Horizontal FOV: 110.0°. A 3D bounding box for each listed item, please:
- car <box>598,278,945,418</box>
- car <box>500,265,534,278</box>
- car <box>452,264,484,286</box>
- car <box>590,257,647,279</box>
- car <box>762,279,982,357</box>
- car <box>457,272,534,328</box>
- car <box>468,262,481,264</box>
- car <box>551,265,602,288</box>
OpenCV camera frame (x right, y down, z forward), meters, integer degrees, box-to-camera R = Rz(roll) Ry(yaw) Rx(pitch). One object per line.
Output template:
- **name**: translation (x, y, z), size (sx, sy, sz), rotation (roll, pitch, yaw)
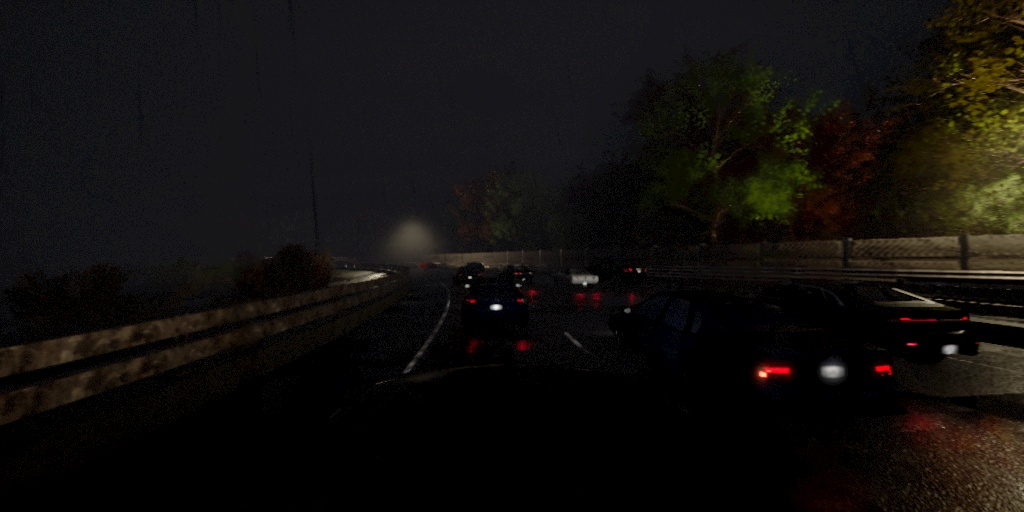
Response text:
- **car**: translation (3.347, 1.320, 6.368), size (2.033, 1.411, 5.357), rotation (0, 0, -3)
- **car**: translation (0.251, 1.449, 27.209), size (2.128, 1.511, 4.902), rotation (0, -1, -13)
- **car**: translation (-3.528, 1.545, 27.886), size (1.994, 1.385, 4.181), rotation (0, 0, -14)
- **car**: translation (7.116, 1.134, 26.076), size (2.150, 2.045, 5.566), rotation (0, 0, -30)
- **car**: translation (6.698, 1.262, 8.013), size (2.128, 1.511, 4.902), rotation (0, 0, -3)
- **car**: translation (-0.621, 1.400, 11.857), size (1.994, 1.385, 4.181), rotation (0, 0, -5)
- **car**: translation (-5.669, 1.691, 52.819), size (1.837, 1.490, 4.892), rotation (1, -1, -27)
- **car**: translation (4.284, 1.526, 25.506), size (1.895, 1.301, 4.718), rotation (0, 0, -12)
